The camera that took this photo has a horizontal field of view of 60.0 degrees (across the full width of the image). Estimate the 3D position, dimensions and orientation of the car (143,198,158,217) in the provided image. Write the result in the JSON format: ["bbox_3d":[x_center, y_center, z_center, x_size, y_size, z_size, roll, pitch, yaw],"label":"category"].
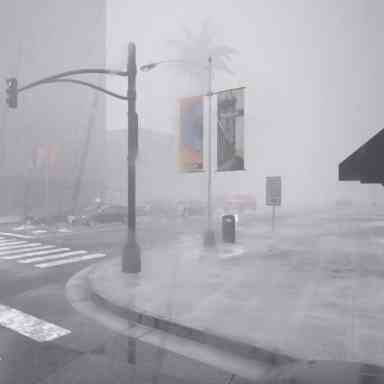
[{"bbox_3d":[-3.443,1.384,31.411,2.097,1.767,4.553,0,0,35],"label":"car"}]

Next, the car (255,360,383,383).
[{"bbox_3d":[2.147,1.551,1.315,4.403,1.369,2.008,0,0,36],"label":"car"}]

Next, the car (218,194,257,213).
[{"bbox_3d":[5.633,1.280,38.624,2.150,2.045,5.566,0,0,35],"label":"car"}]

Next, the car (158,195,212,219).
[{"bbox_3d":[-0.504,1.389,29.939,2.097,1.767,4.553,0,0,35],"label":"car"}]

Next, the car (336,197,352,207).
[{"bbox_3d":[24.722,1.621,54.066,2.128,1.511,4.902,0,0,35],"label":"car"}]

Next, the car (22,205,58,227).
[{"bbox_3d":[-8.993,1.563,23.557,2.033,1.411,5.357,0,0,35],"label":"car"}]

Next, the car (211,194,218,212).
[{"bbox_3d":[2.676,1.275,40.072,2.150,2.045,5.566,0,0,36],"label":"car"}]

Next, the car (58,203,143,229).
[{"bbox_3d":[-5.964,1.513,22.202,2.128,1.511,4.902,0,0,35],"label":"car"}]
